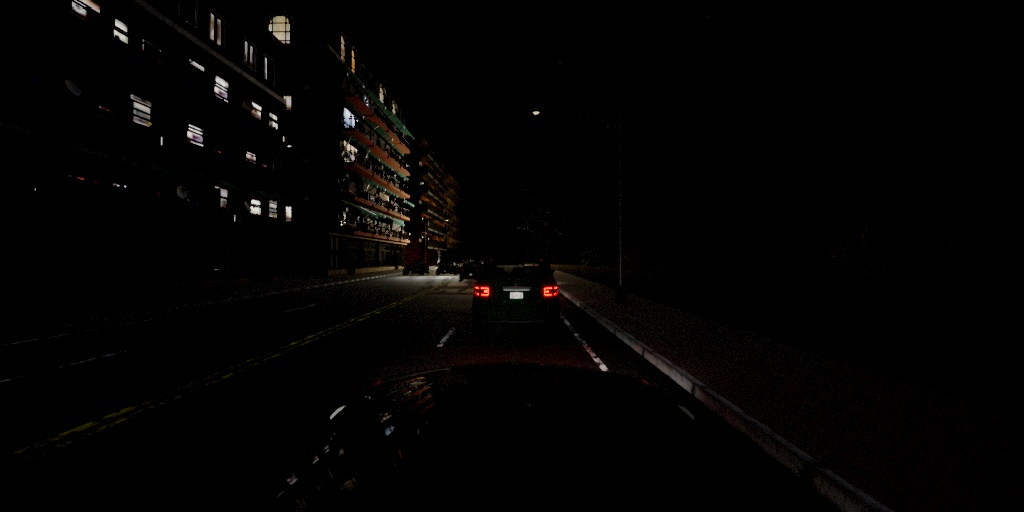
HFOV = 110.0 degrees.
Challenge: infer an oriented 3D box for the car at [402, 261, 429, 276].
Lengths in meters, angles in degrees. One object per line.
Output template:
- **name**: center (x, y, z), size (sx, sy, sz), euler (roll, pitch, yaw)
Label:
- **car**: center (-9.750, 1.277, 36.725), size (1.812, 1.442, 4.674), euler (0, 0, 0)

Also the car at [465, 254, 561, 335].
- **car**: center (0.116, 0.973, 10.687), size (2.150, 2.045, 5.566), euler (0, 0, 0)

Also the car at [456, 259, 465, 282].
- **car**: center (-3.082, 1.230, 29.304), size (1.882, 1.535, 5.008), euler (0, 0, 0)

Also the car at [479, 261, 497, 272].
- **car**: center (-3.039, 1.315, 45.897), size (1.994, 1.385, 4.181), euler (0, 0, 0)

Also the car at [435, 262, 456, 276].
- **car**: center (-6.514, 1.316, 36.879), size (1.994, 1.385, 4.181), euler (0, 0, 0)
